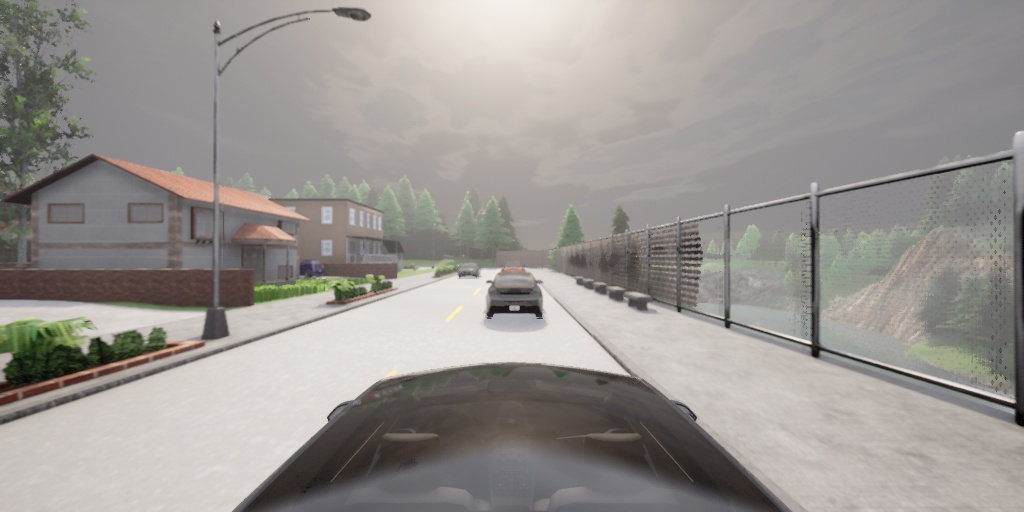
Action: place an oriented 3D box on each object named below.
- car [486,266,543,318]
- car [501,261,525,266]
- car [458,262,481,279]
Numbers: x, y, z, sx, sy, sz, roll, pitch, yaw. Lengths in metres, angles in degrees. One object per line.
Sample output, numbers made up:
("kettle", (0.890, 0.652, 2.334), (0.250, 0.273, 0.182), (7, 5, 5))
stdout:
("car", (0.086, 1.300, 13.156), (1.837, 1.490, 4.892), (0, 0, 0))
("car", (0.089, 1.213, 30.916), (2.097, 1.767, 4.553), (0, 0, 0))
("car", (-4.075, 1.381, 34.886), (1.837, 1.490, 4.892), (0, 0, 0))
